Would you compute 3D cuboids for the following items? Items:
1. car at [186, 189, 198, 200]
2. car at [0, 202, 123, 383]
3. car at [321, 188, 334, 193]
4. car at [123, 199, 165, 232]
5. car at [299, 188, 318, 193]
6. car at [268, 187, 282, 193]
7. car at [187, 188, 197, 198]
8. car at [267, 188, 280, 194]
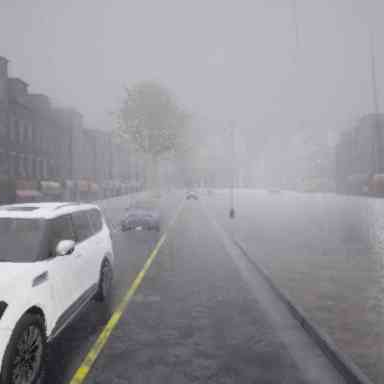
[{"bbox_3d":[0.012,0.632,57.215,1.812,1.442,4.674,0,2,0],"label":"car"},{"bbox_3d":[-2.845,1.228,5.417,2.150,2.045,5.566,0,0,0],"label":"car"},{"bbox_3d":[31.833,-0.335,76.106,4.313,1.339,1.947,-1,1,0],"label":"car"},{"bbox_3d":[-2.746,1.274,19.510,2.097,1.767,4.553,0,1,0],"label":"car"},{"bbox_3d":[26.570,-0.269,76.107,4.206,1.307,1.802,-1,1,0],"label":"car"},{"bbox_3d":[18.799,-0.357,74.382,1.802,1.307,4.206,1,1,0],"label":"car"},{"bbox_3d":[0.014,0.147,67.476,2.097,1.767,4.553,0,2,0],"label":"car"},{"bbox_3d":[18.811,-0.218,77.307,1.947,1.339,4.313,1,1,0],"label":"car"}]
